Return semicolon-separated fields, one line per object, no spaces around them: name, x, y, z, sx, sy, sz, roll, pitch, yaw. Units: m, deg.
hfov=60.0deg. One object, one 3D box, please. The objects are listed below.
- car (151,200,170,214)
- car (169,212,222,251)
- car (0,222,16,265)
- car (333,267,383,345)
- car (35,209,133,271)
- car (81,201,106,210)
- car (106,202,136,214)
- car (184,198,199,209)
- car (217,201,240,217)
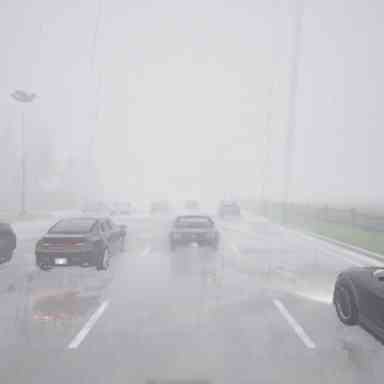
car;-3.527;1.619;37.476;2.128;1.511;4.902;0;0;0
car;0.071;1.650;14.400;1.895;1.301;4.718;0;0;0
car;-6.907;1.254;8.686;2.150;2.045;5.566;0;0;0
car;3.596;1.579;4.485;1.994;1.385;4.181;0;0;0
car;-3.417;1.545;11.067;1.837;1.490;4.892;0;0;0
car;-10.526;1.674;36.504;2.033;1.411;5.357;0;0;0
car;-7.014;1.718;34.132;1.895;1.301;4.718;0;0;0
car;-0.068;1.636;47.127;1.882;1.535;5.008;0;0;0
car;3.496;1.600;32.391;2.128;1.511;4.902;0;0;0
